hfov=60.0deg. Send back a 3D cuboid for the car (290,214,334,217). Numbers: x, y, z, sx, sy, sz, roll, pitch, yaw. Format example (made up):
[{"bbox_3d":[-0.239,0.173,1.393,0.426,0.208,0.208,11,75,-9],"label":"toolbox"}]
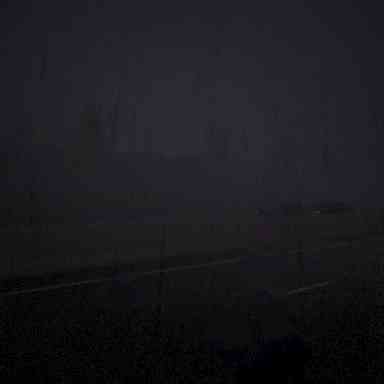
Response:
[{"bbox_3d":[9.440,1.360,23.521,4.892,1.490,1.837,1,0,-36],"label":"car"}]
